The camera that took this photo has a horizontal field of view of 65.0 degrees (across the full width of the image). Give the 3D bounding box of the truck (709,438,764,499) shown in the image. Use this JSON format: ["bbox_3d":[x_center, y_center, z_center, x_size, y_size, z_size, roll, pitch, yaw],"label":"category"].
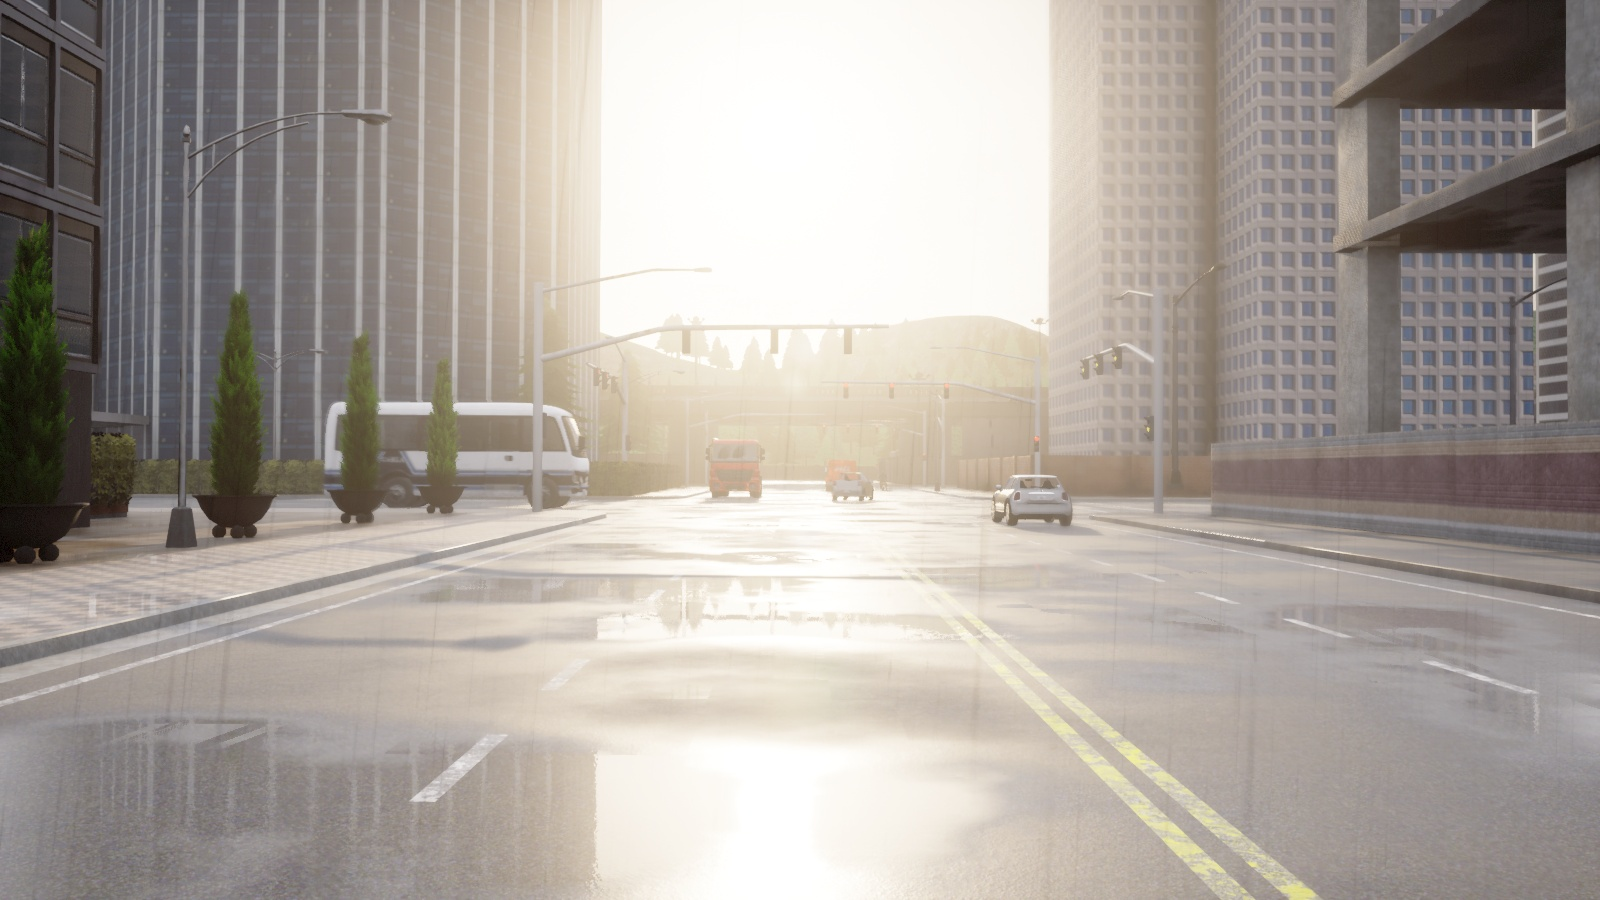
[{"bbox_3d":[-3.695,1.100,74.778,2.891,3.462,7.936,0,-1,0],"label":"truck"}]

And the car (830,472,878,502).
[{"bbox_3d":[2.872,1.929,66.410,1.845,1.501,3.633,0,-1,14],"label":"car"}]

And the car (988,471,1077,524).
[{"bbox_3d":[6.904,1.383,37.640,1.970,1.475,3.806,0,-1,0],"label":"car"}]

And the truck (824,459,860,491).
[{"bbox_3d":[3.248,1.956,97.989,2.627,2.467,5.204,0,-1,0],"label":"truck"}]

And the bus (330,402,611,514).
[{"bbox_3d":[-13.007,0.336,50.479,10.273,4.253,3.944,0,-1,-1],"label":"bus"}]
